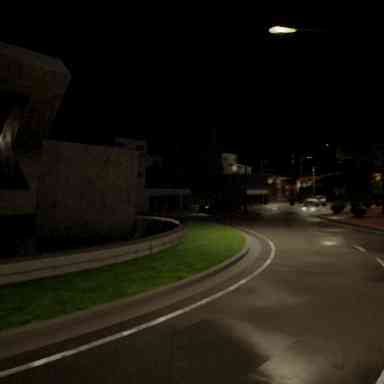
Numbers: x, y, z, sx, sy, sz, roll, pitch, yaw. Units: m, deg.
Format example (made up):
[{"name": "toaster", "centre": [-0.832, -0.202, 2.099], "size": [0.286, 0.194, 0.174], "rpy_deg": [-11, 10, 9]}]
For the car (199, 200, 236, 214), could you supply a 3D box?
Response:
[{"name": "car", "centre": [3.120, 1.758, 41.235], "size": [4.553, 1.767, 2.097], "rpy_deg": [0, -1, -28]}]

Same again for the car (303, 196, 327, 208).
[{"name": "car", "centre": [21.279, 1.629, 57.379], "size": [2.150, 2.045, 5.566], "rpy_deg": [-1, -1, 43]}]
